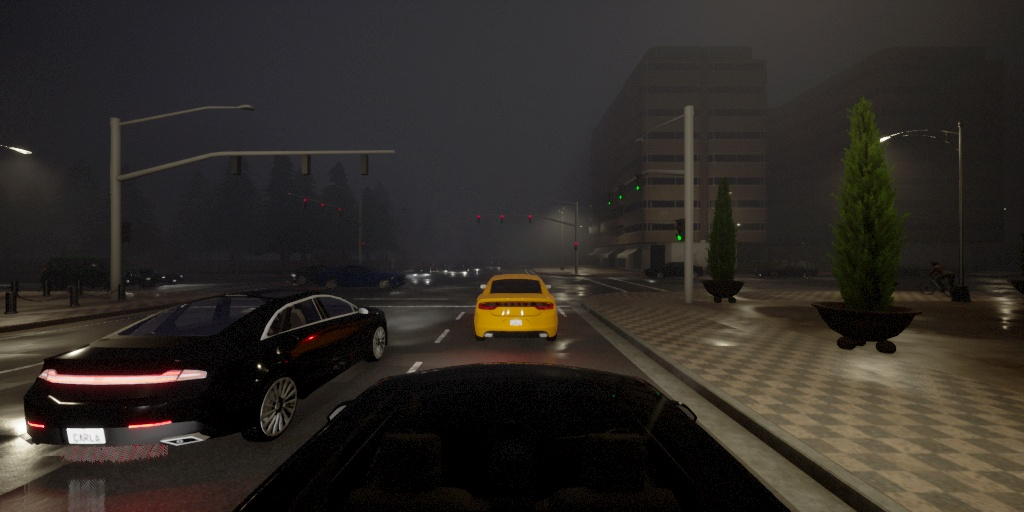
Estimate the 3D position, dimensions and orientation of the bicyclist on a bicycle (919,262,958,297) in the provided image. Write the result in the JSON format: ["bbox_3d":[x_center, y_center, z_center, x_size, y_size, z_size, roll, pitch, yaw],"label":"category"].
[{"bbox_3d":[20.280,1.106,17.035,0.582,1.620,1.656,0,0,0],"label":"bicyclist on a bicycle"}]

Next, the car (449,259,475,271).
[{"bbox_3d":[-6.678,1.228,48.397,1.882,1.535,5.008,0,0,3],"label":"car"}]

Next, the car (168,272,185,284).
[{"bbox_3d":[-26.358,1.353,25.173,5.357,1.411,2.033,0,0,0],"label":"car"}]

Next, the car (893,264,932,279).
[{"bbox_3d":[34.909,1.406,32.554,4.718,1.301,1.895,0,0,0],"label":"car"}]

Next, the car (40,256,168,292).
[{"bbox_3d":[-24.768,1.027,21.677,5.566,2.045,2.150,0,0,0],"label":"car"}]

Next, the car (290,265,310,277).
[{"bbox_3d":[-12.857,1.286,25.216,4.892,1.490,1.837,-1,0,0],"label":"car"}]

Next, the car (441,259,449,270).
[{"bbox_3d":[-9.795,1.228,52.998,1.882,1.535,5.008,0,0,7],"label":"car"}]

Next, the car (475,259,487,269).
[{"bbox_3d":[-5.515,1.255,57.731,1.837,1.490,4.892,0,0,15],"label":"car"}]

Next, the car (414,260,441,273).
[{"bbox_3d":[-10.387,1.351,43.613,1.895,1.301,4.718,0,0,1],"label":"car"}]

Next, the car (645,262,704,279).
[{"bbox_3d":[14.633,1.283,32.501,5.008,1.535,1.882,0,0,0],"label":"car"}]

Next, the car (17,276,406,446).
[{"bbox_3d":[-3.425,1.242,5.325,2.128,1.511,4.902,0,0,0],"label":"car"}]

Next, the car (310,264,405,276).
[{"bbox_3d":[-9.036,1.239,21.730,5.008,1.535,1.882,0,0,0],"label":"car"}]

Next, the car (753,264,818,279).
[{"bbox_3d":[24.709,1.406,32.531,4.718,1.301,1.895,0,0,0],"label":"car"}]

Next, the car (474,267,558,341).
[{"bbox_3d":[0.103,1.228,9.909,1.882,1.535,5.008,0,0,0],"label":"car"}]
